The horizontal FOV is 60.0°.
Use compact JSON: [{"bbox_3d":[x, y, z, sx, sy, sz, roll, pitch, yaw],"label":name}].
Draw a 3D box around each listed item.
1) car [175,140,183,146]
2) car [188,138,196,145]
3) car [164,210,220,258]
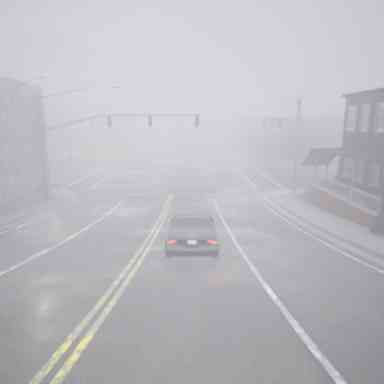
[{"bbox_3d":[-3.491,-13.306,89.816,1.812,1.442,4.674,0,12,0],"label":"car"},{"bbox_3d":[0.009,-13.754,90.867,2.097,1.767,4.553,0,12,0],"label":"car"},{"bbox_3d":[0.008,1.396,12.345,2.033,1.411,5.357,0,3,0],"label":"car"}]
